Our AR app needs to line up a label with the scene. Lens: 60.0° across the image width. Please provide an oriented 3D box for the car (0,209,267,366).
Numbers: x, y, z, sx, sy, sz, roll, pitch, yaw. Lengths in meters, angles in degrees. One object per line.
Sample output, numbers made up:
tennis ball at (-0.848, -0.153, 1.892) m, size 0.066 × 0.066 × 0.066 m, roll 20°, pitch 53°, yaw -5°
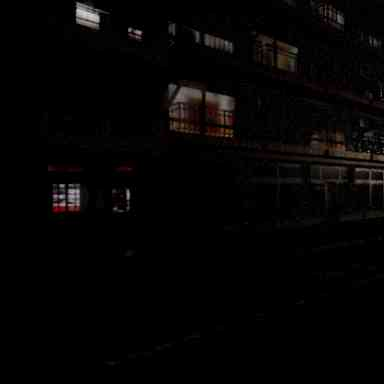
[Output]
car at (-0.825, 1.294, 5.971) m, size 5.009 × 1.841 × 2.192 m, roll -1°, pitch 0°, yaw -35°
